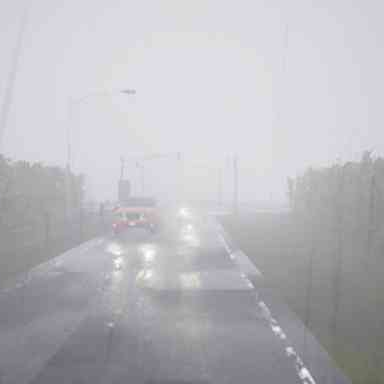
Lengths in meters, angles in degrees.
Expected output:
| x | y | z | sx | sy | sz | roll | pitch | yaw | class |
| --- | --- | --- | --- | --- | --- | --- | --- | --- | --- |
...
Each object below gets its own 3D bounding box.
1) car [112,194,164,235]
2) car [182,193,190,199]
| x | y | z | sx | sy | sz | roll | pitch | yaw | class |
| --- | --- | --- | --- | --- | --- | --- | --- | --- | --- |
| -2.816 | 1.164 | 18.609 | 2.150 | 2.045 | 5.566 | 0 | 0 | 0 | car |
| -1.587 | 1.133 | 94.128 | 2.097 | 1.767 | 4.553 | 0 | 0 | -3 | car |
